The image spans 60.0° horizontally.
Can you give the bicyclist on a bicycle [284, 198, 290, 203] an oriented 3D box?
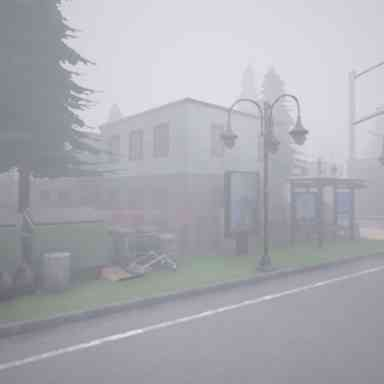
[{"bbox_3d":[10.283,1.480,36.077,0.582,1.620,1.656,0,0,44],"label":"bicyclist on a bicycle"}]
